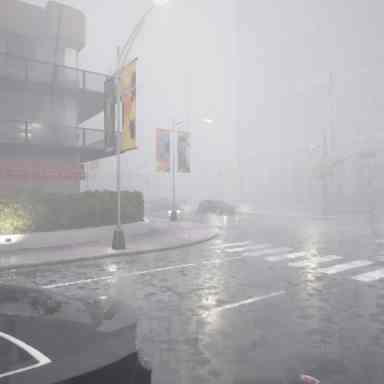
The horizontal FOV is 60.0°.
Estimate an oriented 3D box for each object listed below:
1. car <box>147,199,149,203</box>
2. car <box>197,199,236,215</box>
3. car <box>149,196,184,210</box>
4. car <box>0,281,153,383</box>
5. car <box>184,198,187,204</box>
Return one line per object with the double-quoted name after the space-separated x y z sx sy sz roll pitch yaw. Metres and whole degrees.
-6.023 1.491 59.267 4.902 1.511 2.128 0 0 42 "car"
2.451 1.505 33.846 1.837 1.490 4.892 0 0 -35 "car"
-3.324 1.564 42.115 1.994 1.385 4.181 0 0 -35 "car"
-2.628 1.505 2.093 4.892 1.490 1.837 0 0 -35 "car"
-2.419 1.547 62.047 2.033 1.411 5.357 0 0 -19 "car"
